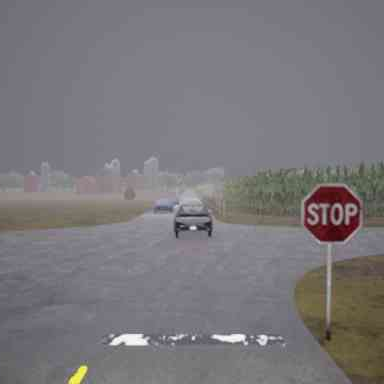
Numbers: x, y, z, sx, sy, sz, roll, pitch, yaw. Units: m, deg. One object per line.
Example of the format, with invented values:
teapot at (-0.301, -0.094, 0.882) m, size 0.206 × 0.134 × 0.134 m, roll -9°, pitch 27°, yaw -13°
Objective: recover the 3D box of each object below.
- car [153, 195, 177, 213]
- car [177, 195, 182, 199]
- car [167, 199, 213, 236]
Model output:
car at (-2.895, 1.319, 34.644) m, size 1.882 × 1.535 × 5.008 m, roll 0°, pitch 0°, yaw 0°
car at (-2.898, 1.318, 50.334) m, size 1.994 × 1.385 × 4.181 m, roll 0°, pitch 0°, yaw 0°
car at (0.060, 1.385, 17.565) m, size 2.128 × 1.511 × 4.902 m, roll 0°, pitch 1°, yaw 0°
